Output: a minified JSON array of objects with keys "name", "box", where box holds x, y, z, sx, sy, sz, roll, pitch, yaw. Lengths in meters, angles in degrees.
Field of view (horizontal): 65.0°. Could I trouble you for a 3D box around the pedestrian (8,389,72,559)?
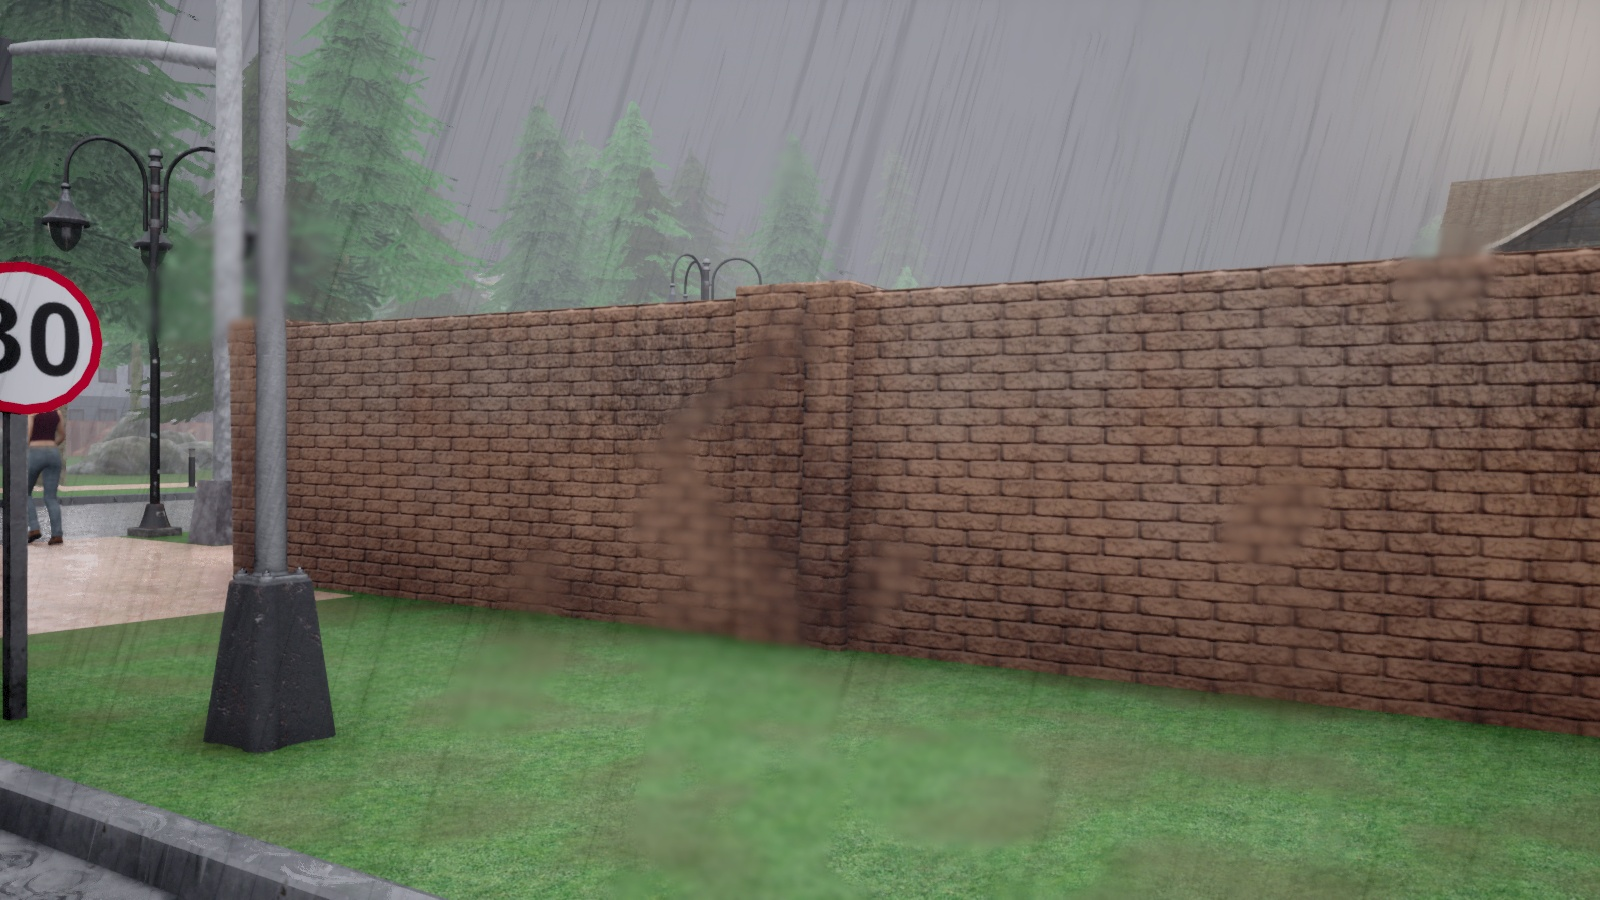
[{"name":"pedestrian","box":[-8.386,0.261,13.854,0.594,1.836,0.345,0,1,32]}]
